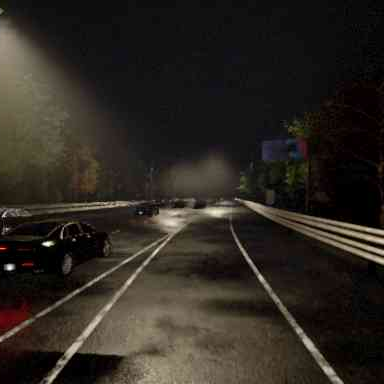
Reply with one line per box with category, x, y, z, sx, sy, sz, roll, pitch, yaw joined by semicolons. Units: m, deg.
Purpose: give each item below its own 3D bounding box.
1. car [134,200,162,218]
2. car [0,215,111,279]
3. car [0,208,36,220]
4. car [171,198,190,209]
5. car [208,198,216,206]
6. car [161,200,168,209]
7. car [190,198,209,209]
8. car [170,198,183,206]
car;-4.767;1.909;35.058;1.812;1.442;4.674;0;-1;7
car;-4.105;1.594;10.450;1.837;1.490;4.892;0;-1;7
car;-10.213;1.636;18.538;2.128;1.511;4.902;0;-1;7
car;-2.069;2.211;58.297;1.812;1.442;4.674;0;-1;7
car;4.135;2.379;81.318;2.097;1.767;4.553;0;-1;7
car;-5.536;2.175;58.753;1.837;1.490;4.892;0;-1;7
car;1.394;2.250;57.803;2.033;1.411;5.357;0;-1;7
car;-3.501;2.259;76.247;2.097;1.767;4.553;0;-1;7
